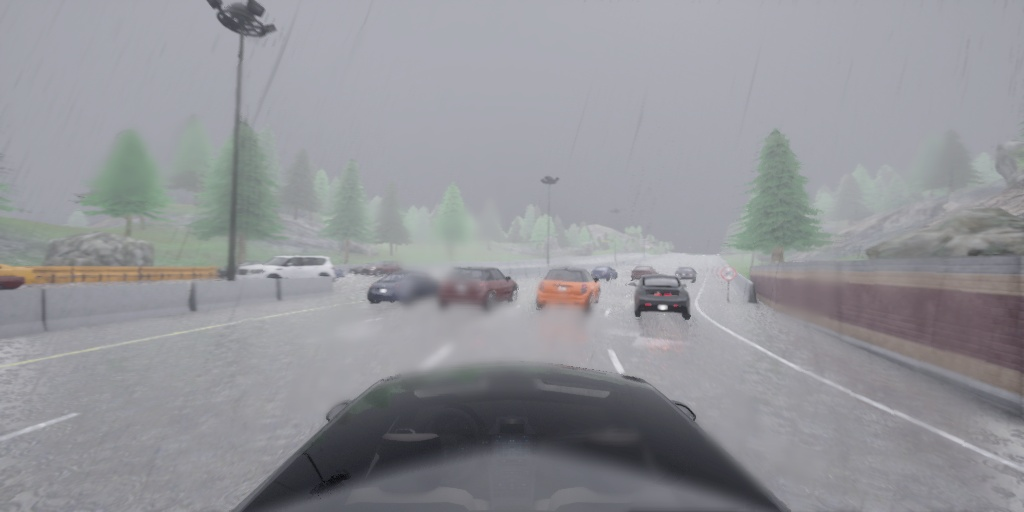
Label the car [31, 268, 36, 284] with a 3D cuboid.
[{"bbox_3d":[-26.412,0.916,16.811,1.882,1.535,5.008,1,-1,14],"label":"car"}]

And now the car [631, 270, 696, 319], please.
[{"bbox_3d":[5.809,1.487,14.216,1.837,1.490,4.892,0,-1,19],"label":"car"}]

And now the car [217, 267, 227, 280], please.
[{"bbox_3d":[-21.794,1.189,30.260,1.882,1.535,5.008,1,-1,25],"label":"car"}]

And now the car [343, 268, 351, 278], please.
[{"bbox_3d":[-15.433,1.337,27.342,2.033,1.411,5.357,1,-1,25],"label":"car"}]

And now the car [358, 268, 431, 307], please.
[{"bbox_3d":[-4.520,1.387,16.186,1.994,1.385,4.181,1,-1,18],"label":"car"}]

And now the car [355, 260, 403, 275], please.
[{"bbox_3d":[-13.693,1.256,38.012,2.097,1.767,4.553,1,0,30],"label":"car"}]

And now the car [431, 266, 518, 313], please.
[{"bbox_3d":[-1.218,1.220,15.034,2.097,1.767,4.553,1,-1,17],"label":"car"}]

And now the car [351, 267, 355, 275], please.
[{"bbox_3d":[-15.935,1.440,41.157,2.033,1.411,5.357,1,0,30],"label":"car"}]

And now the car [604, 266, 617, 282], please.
[{"bbox_3d":[9.049,1.693,35.354,1.812,1.442,4.674,1,0,29],"label":"car"}]

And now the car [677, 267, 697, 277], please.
[{"bbox_3d":[17.200,1.800,35.558,2.033,1.411,5.357,1,0,29],"label":"car"}]

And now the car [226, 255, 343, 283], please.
[{"bbox_3d":[-13.719,0.957,22.146,2.150,2.045,5.566,0,-1,22],"label":"car"}]

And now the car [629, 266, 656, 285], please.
[{"bbox_3d":[13.009,1.687,35.254,1.882,1.535,5.008,1,0,29],"label":"car"}]

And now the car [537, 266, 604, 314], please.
[{"bbox_3d":[2.563,1.289,15.323,2.097,1.767,4.553,1,-1,18],"label":"car"}]

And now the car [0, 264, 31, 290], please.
[{"bbox_3d":[-23.425,1.064,14.187,1.895,1.301,4.718,1,-1,12],"label":"car"}]

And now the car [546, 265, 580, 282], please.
[{"bbox_3d":[5.145,1.688,35.546,1.994,1.385,4.181,1,0,29],"label":"car"}]
